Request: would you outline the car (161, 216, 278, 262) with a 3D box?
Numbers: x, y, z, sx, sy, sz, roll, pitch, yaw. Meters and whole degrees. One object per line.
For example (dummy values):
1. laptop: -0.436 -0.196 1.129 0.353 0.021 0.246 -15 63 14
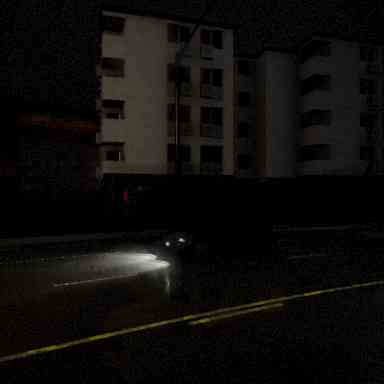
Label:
1. car: 1.000 1.564 12.031 4.181 1.385 1.994 0 0 -25
